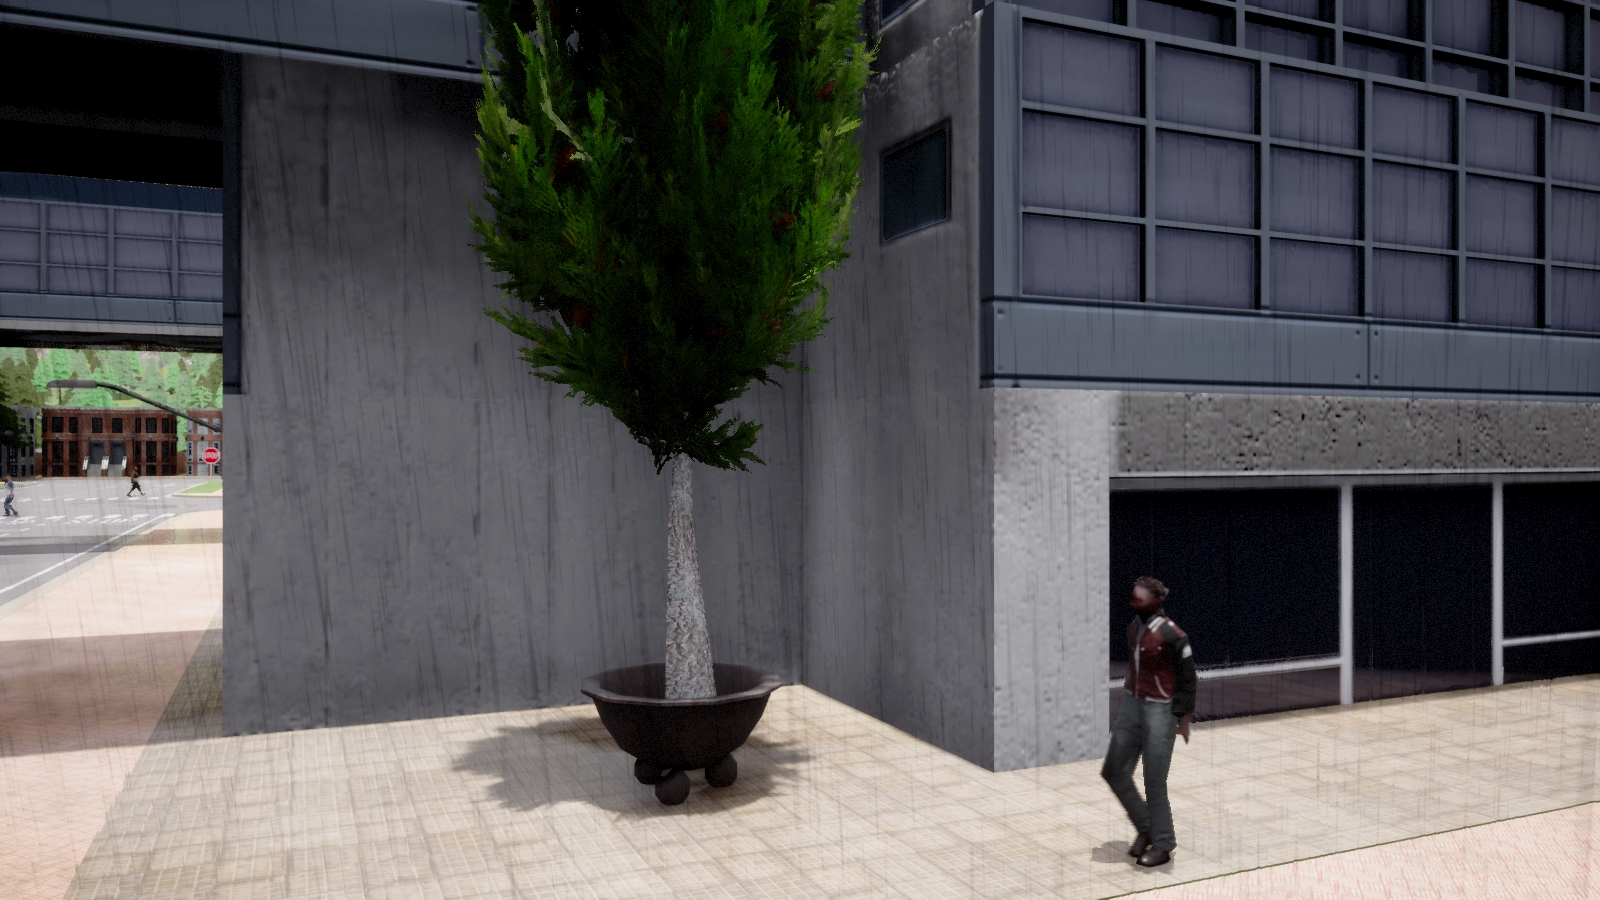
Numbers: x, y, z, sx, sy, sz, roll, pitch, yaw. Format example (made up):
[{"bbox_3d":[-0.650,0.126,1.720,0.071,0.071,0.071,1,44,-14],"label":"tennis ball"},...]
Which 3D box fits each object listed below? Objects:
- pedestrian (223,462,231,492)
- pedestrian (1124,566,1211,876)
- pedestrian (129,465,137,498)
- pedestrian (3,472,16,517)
[{"bbox_3d":[-35.637,1.684,71.069,0.375,1.860,0.375,0,0,-43],"label":"pedestrian"},{"bbox_3d":[2.349,1.698,7.306,0.375,1.860,0.375,0,0,-28],"label":"pedestrian"},{"bbox_3d":[-38.945,1.837,66.723,0.375,1.860,0.375,0,0,-24],"label":"pedestrian"},{"bbox_3d":[-32.972,1.848,47.646,0.375,1.860,0.375,0,0,-24],"label":"pedestrian"}]
